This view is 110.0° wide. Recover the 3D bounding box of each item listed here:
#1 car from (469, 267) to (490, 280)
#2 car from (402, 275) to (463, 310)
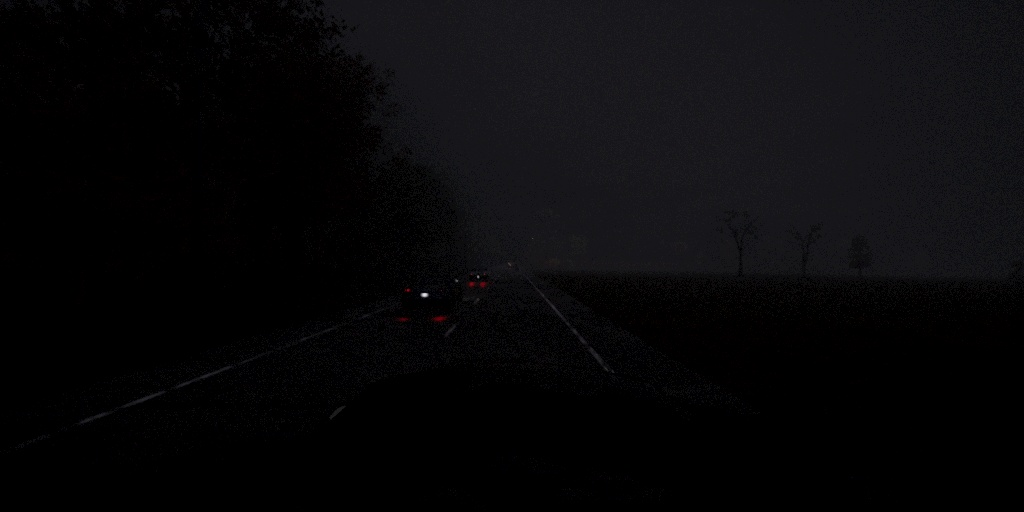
[{"bbox_3d":[-3.375,1.857,38.131,1.895,1.301,4.718,0,-1,0],"label":"car"},{"bbox_3d":[-3.395,1.511,15.942,1.994,1.385,4.181,0,-1,0],"label":"car"}]
